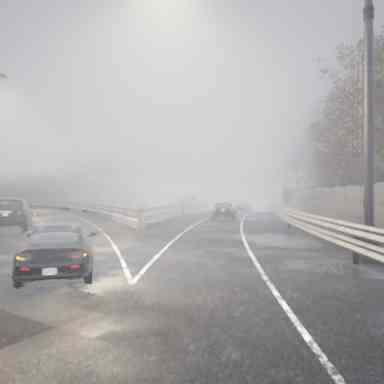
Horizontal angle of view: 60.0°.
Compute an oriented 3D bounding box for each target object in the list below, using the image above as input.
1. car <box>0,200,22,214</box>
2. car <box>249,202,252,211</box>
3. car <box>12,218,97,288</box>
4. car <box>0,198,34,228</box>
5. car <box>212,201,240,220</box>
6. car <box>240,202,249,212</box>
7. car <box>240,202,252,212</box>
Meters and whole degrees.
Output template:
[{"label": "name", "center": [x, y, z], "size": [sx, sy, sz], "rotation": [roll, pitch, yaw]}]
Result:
[{"label": "car", "center": [-22.186, 1.804, 40.620], "size": [1.882, 1.535, 5.008], "rotation": [1, -1, -34]}, {"label": "car", "center": [10.157, 3.034, 65.292], "size": [1.837, 1.490, 4.892], "rotation": [0, -4, 13]}, {"label": "car", "center": [-3.763, 1.609, 9.559], "size": [1.812, 1.442, 4.674], "rotation": [0, -1, -16]}, {"label": "car", "center": [-11.475, 1.393, 21.188], "size": [2.150, 2.045, 5.566], "rotation": [1, -1, -22]}, {"label": "car", "center": [3.166, 1.688, 31.939], "size": [2.097, 1.767, 4.553], "rotation": [0, 0, 10]}, {"label": "car", "center": [7.377, 2.401, 51.908], "size": [1.895, 1.301, 4.718], "rotation": [0, -2, 12]}, {"label": "car", "center": [11.874, 3.299, 72.570], "size": [2.150, 2.045, 5.566], "rotation": [0, -4, 14]}]
